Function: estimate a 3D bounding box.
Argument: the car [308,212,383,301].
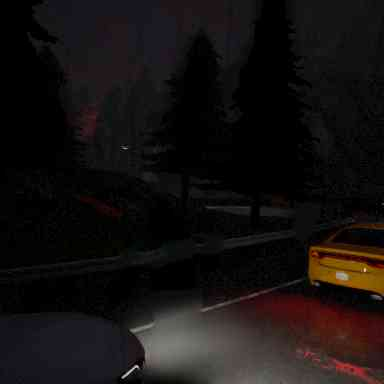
[{"bbox_3d":[4.749,1.478,8.075,5.008,1.535,1.882,0,0,-42],"label":"car"}]

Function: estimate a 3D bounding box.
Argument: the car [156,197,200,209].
[{"bbox_3d":[-2.050,1.509,47.432,5.357,1.411,2.033,0,0,35],"label":"car"}]

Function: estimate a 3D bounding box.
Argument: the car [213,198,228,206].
[{"bbox_3d":[3.279,1.569,52.268,4.718,1.301,1.895,0,0,34],"label":"car"}]

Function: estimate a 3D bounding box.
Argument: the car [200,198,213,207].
[{"bbox_3d":[-0.056,1.509,50.310,5.357,1.411,2.033,0,0,35],"label":"car"}]

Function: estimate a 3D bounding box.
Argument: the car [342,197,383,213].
[{"bbox_3d":[19.300,1.357,37.049,4.553,1.767,2.097,0,0,34],"label":"car"}]

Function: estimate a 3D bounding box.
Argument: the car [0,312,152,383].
[{"bbox_3d":[-2.523,1.526,2.208,4.674,1.442,1.812,0,0,-36],"label":"car"}]
